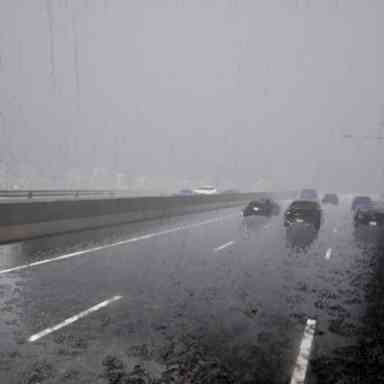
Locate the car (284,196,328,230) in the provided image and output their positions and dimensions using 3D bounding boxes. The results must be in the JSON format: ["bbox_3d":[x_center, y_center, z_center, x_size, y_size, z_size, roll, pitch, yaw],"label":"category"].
[{"bbox_3d":[6.621,1.217,19.342,1.837,1.490,4.892,2,1,25],"label":"car"}]

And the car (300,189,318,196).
[{"bbox_3d":[18.043,0.536,51.165,2.150,2.045,5.566,2,1,26],"label":"car"}]

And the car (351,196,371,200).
[{"bbox_3d":[17.556,1.146,34.260,1.882,1.535,5.008,2,2,26],"label":"car"}]

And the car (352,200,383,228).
[{"bbox_3d":[10.768,1.408,19.992,1.895,1.301,4.718,2,1,25],"label":"car"}]

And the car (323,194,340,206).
[{"bbox_3d":[18.050,0.991,43.241,1.837,1.490,4.892,2,1,26],"label":"car"}]

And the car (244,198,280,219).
[{"bbox_3d":[5.259,1.118,24.669,1.994,1.385,4.181,2,1,25],"label":"car"}]

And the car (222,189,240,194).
[{"bbox_3d":[6.007,0.349,50.811,2.097,1.767,4.553,2,1,26],"label":"car"}]

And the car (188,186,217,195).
[{"bbox_3d":[1.950,0.116,50.472,2.150,2.045,5.566,2,1,26],"label":"car"}]

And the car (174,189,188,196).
[{"bbox_3d":[-1.086,0.252,52.244,1.882,1.535,5.008,2,1,26],"label":"car"}]
